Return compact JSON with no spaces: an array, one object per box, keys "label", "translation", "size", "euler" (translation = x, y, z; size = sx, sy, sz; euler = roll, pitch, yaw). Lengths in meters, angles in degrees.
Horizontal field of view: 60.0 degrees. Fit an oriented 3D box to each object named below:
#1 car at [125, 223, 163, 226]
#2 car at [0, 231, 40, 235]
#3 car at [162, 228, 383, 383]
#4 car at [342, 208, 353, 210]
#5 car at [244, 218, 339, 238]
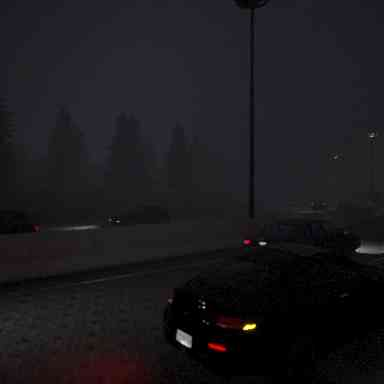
[{"label":"car","translation":[-3.714,1.652,23.886],"size":[4.892,1.490,1.837],"euler":[1,0,-44]},{"label":"car","translation":[-7.765,1.402,11.537],"size":[4.553,1.767,2.097],"euler":[0,-1,-37]},{"label":"car","translation":[1.731,1.568,5.319],"size":[4.674,1.442,1.812],"euler":[1,0,-38]},{"label":"car","translation":[19.880,1.908,42.966],"size":[2.033,1.411,5.357],"euler":[0,0,29]},{"label":"car","translation":[3.992,1.641,11.676],"size":[5.357,1.411,2.033],"euler":[1,0,-41]}]
